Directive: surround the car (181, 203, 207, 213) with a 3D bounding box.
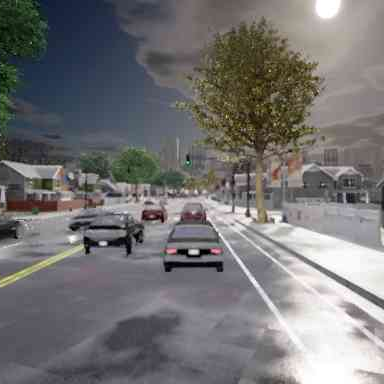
[{"bbox_3d":[0.194,1.670,28.040,2.097,1.767,4.553,0,-1,2],"label":"car"}]

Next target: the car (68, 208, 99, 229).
[{"bbox_3d":[-6.566,1.804,22.529,2.033,1.411,5.357,0,-1,0],"label":"car"}]

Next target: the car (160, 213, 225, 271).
[{"bbox_3d":[0.064,1.678,11.390,2.033,1.411,5.357,0,-1,0],"label":"car"}]

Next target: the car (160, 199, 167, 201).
[{"bbox_3d":[-6.509,2.323,74.770,2.128,1.511,4.902,0,-1,0],"label":"car"}]

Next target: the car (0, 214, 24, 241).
[{"bbox_3d":[-9.840,1.745,15.838,1.994,1.385,4.181,0,-1,0],"label":"car"}]

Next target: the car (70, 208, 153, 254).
[{"bbox_3d":[-3.169,1.655,14.291,2.128,1.511,4.902,0,-1,0],"label":"car"}]

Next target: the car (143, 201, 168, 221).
[{"bbox_3d":[-3.178,1.804,28.827,1.882,1.535,5.008,0,-1,0],"label":"car"}]
